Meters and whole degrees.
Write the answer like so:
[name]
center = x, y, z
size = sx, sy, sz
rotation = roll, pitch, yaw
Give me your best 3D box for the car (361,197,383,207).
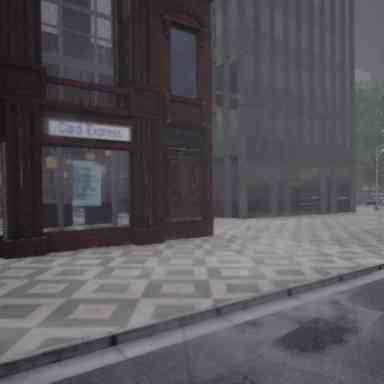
[car]
center = 28.798, 1.519, 51.992
size = 1.947, 1.339, 4.313
rotation = -1, 1, -35
